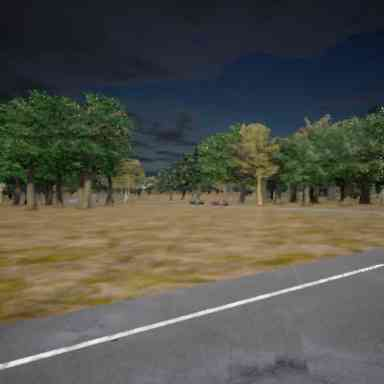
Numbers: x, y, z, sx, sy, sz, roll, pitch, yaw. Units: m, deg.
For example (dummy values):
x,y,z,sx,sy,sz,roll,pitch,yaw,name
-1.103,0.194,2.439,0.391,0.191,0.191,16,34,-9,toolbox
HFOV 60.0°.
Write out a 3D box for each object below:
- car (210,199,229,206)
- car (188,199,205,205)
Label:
x,y,z,sx,sy,sz,roll,pitch,yaw,name
5.316,2.158,65.790,1.994,1.385,4.181,2,-2,-34,car
0.929,2.151,72.126,1.994,1.385,4.181,2,-2,-34,car
